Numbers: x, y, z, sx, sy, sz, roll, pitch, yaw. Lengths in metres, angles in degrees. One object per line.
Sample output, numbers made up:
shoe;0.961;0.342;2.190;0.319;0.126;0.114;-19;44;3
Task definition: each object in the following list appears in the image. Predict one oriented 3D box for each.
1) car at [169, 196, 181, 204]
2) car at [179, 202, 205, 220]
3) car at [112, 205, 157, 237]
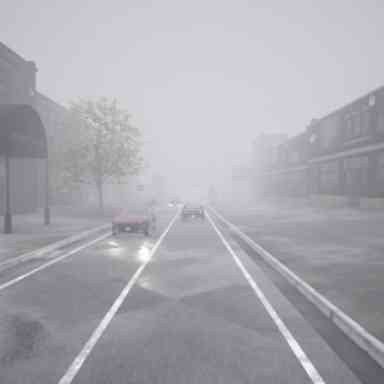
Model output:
car;-3.037;1.455;61.101;1.837;1.490;4.892;0;1;1
car;0.097;1.662;28.971;1.895;1.301;4.718;0;0;0
car;-3.100;1.511;18.551;1.882;1.535;5.008;0;0;0
